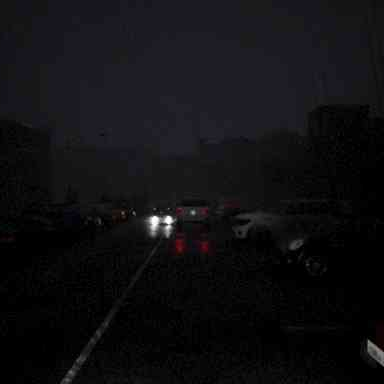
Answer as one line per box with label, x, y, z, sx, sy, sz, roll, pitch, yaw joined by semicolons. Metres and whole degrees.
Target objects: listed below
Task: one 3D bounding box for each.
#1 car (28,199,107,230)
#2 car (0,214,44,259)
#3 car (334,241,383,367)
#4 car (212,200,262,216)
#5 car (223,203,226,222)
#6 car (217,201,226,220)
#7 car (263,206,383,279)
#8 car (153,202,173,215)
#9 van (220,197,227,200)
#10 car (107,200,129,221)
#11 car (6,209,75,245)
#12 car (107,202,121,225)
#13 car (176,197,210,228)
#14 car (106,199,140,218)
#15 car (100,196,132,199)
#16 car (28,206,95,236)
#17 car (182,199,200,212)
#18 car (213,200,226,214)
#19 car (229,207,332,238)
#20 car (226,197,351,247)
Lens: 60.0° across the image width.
car;-7.733;1.485;19.760;4.553;1.767;2.185;0;0;0
car;-7.689;1.592;10.819;4.674;1.452;2.002;0;0;0
car;4.615;1.537;4.034;4.792;1.488;2.163;0;0;0
car;4.605;1.677;34.774;4.892;1.521;2.231;0;1;0
car;4.633;1.619;20.793;4.892;1.521;2.231;0;0;0
car;4.622;1.694;26.381;4.674;1.452;2.002;0;0;0
car;4.671;1.419;9.745;4.553;1.767;2.185;0;0;0
car;-3.122;1.784;36.222;1.895;1.301;4.718;0;1;0
van;4.497;1.459;31.966;4.442;1.987;1.878;0;0;0
car;-7.894;1.646;25.634;5.366;1.575;1.946;0;0;0
car;-7.692;1.612;13.882;4.674;1.452;2.002;0;0;0
car;-7.711;1.630;22.572;4.892;1.521;2.231;0;0;0
car;0.073;1.377;23.535;2.150;2.045;5.566;0;0;0
car;-7.527;1.666;28.574;5.366;1.575;1.946;0;0;0
car;-7.685;1.558;31.517;4.553;1.767;2.185;0;0;0
car;-7.728;1.621;16.821;4.792;1.488;2.163;0;0;0
car;-0.188;1.650;41.685;1.994;1.385;4.181;0;1;-4
car;4.624;1.674;29.172;4.892;1.521;2.231;0;0;0
car;4.624;1.599;18.001;5.008;1.535;2.097;0;0;0
car;4.605;1.330;15.208;5.566;2.045;2.435;0;0;0
